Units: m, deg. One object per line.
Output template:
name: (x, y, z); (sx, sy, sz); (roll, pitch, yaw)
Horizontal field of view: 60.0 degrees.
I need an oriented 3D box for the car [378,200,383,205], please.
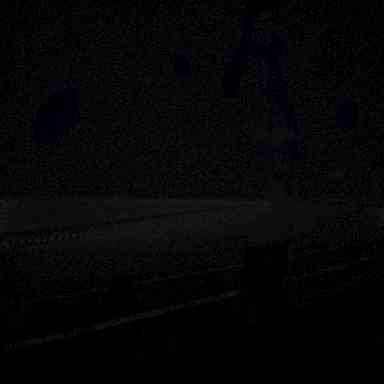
car: (42.740, 2.385, 73.085); (1.895, 1.301, 4.718); (0, -1, 4)
